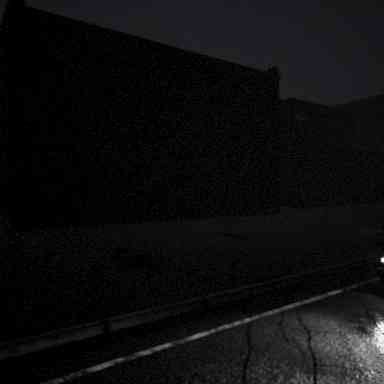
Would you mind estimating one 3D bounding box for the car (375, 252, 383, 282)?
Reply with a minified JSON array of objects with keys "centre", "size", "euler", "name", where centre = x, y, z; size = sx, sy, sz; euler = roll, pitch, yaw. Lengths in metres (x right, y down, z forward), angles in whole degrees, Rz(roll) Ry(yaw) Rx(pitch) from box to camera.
[{"centre":[6.348,1.557,7.909],"size":[4.718,1.301,1.895],"euler":[0,0,-36],"name":"car"}]
